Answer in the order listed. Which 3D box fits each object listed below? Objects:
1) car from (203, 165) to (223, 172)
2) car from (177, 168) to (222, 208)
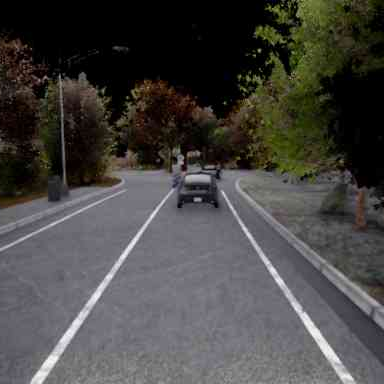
[{"bbox_3d":[1.943,-1.969,33.466,2.128,1.511,4.902,0,5,10],"label":"car"},{"bbox_3d":[0.305,-0.201,16.134,1.837,1.490,4.892,0,6,2],"label":"car"}]
